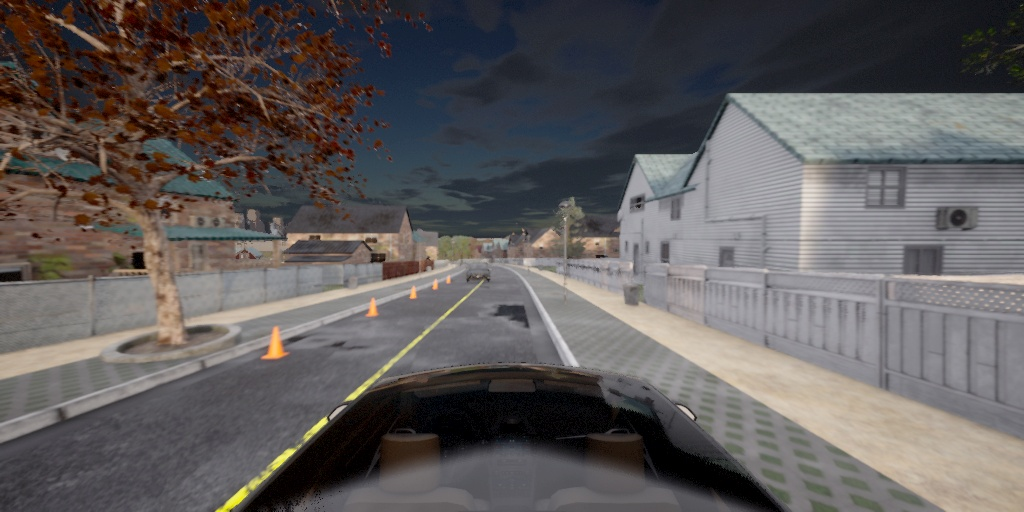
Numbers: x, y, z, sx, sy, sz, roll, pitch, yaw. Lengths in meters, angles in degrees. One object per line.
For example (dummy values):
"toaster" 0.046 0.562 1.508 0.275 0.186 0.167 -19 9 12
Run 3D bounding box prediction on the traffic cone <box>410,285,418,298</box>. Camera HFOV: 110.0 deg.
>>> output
"traffic cone" -4.724 1.711 17.197 0.340 0.580 0.340 0 0 0

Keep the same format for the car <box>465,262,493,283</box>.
"car" -2.617 1.279 28.786 1.837 1.490 4.892 0 0 -2

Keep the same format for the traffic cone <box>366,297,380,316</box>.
"traffic cone" -4.724 1.706 12.190 0.340 0.580 0.340 0 0 0

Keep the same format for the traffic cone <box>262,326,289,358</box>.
"traffic cone" -4.726 1.705 7.183 0.340 0.580 0.340 0 0 0

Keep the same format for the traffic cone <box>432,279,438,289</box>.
"traffic cone" -4.733 1.719 22.187 0.340 0.580 0.340 0 0 0

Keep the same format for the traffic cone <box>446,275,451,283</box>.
"traffic cone" -4.795 1.729 27.166 0.340 0.580 0.340 0 0 -1
